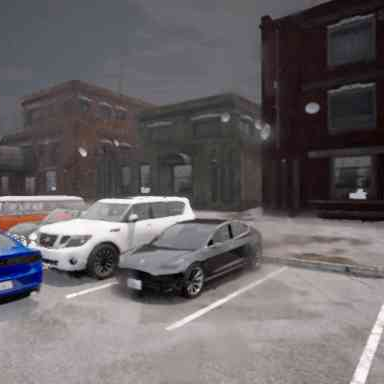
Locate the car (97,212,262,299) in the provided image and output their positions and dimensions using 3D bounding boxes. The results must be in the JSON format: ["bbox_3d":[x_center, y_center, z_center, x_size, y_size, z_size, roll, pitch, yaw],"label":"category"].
[{"bbox_3d":[0.206,1.478,8.769,2.163,1.488,4.792,1,0,35],"label":"car"}]

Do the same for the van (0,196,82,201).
[{"bbox_3d":[-6.582,1.155,13.497,1.878,1.987,4.442,1,0,35],"label":"van"}]

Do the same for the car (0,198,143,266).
[{"bbox_3d":[-4.251,1.279,12.018,2.185,1.767,4.553,1,0,35],"label":"car"}]

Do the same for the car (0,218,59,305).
[{"bbox_3d":[-5.196,1.420,7.079,5.008,1.535,1.882,1,0,35],"label":"car"}]
